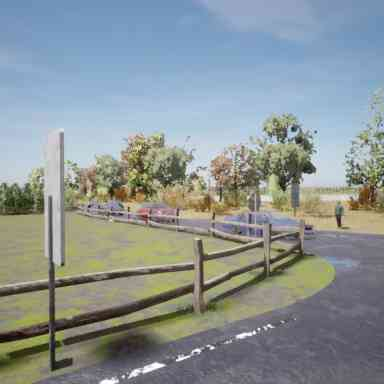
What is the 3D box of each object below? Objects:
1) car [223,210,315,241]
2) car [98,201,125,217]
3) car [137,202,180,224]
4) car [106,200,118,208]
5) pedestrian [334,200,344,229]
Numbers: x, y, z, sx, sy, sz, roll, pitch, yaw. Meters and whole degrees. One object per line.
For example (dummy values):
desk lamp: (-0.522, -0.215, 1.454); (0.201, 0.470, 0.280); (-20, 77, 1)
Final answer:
car: (3.972, 1.718, 18.307); (2.033, 1.411, 5.357); (-1, 0, -35)
car: (-9.322, 2.045, 38.344); (2.033, 1.411, 5.357); (-1, 0, -30)
car: (-2.897, 1.690, 28.310); (2.097, 1.767, 4.553); (-1, 0, -34)
car: (-15.133, 2.289, 62.875); (1.812, 1.442, 4.674); (-1, -1, -18)
pedestrian: (9.321, 1.412, 21.073); (0.375, 1.860, 0.375); (-2, 1, -35)
